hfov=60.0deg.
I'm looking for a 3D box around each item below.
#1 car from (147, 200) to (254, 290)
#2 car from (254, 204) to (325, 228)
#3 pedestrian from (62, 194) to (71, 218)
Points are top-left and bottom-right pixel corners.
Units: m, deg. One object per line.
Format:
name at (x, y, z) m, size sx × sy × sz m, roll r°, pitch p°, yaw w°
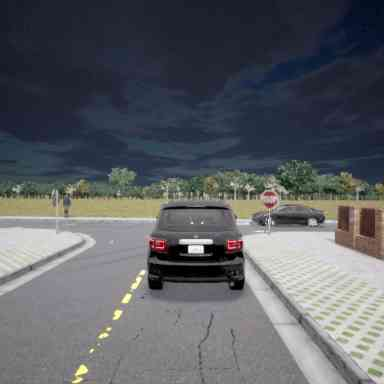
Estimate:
car at (0.123, 1.223, 9.230) m, size 2.150 × 2.045 × 5.566 m, roll 0°, pitch 0°, yaw 1°
car at (6.553, 1.617, 22.866) m, size 4.892 × 1.490 × 1.837 m, roll 1°, pitch 0°, yaw 0°
pedestrian at (-9.696, 1.069, 25.675) m, size 0.375 × 1.860 × 0.375 m, roll 0°, pitch -1°, yaw 0°
